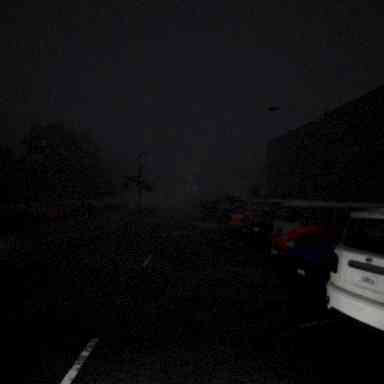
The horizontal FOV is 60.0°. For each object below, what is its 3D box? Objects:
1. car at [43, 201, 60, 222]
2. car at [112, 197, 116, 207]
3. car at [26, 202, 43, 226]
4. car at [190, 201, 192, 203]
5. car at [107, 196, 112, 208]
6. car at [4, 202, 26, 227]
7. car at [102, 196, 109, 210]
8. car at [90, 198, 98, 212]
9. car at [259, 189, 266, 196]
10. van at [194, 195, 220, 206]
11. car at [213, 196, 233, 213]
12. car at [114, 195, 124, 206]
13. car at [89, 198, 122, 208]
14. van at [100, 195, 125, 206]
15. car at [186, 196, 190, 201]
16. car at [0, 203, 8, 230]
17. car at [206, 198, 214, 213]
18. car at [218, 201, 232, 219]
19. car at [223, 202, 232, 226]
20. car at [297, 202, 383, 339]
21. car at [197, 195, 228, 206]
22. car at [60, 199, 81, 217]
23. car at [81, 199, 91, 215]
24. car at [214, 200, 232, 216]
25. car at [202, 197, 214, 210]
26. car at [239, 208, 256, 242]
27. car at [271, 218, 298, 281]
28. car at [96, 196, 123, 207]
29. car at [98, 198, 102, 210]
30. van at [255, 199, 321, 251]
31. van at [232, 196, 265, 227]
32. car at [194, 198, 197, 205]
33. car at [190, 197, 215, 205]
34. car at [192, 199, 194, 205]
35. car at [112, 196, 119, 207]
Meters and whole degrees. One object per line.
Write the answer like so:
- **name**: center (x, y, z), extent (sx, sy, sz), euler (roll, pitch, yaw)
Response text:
- **car**: center (-13.552, 1.667, 26.821), extent (5.008, 1.535, 2.097), euler (-1, 0, -21)
- **car**: center (-14.525, 1.853, 50.494), extent (4.674, 1.452, 2.002), euler (-1, 0, -23)
- **car**: center (-13.487, 1.523, 23.866), extent (4.553, 1.767, 2.185), euler (-1, 0, -21)
- **car**: center (2.695, 1.725, 65.499), extent (4.553, 1.767, 2.185), euler (1, 0, -25)
- **car**: center (-14.319, 1.668, 47.550), extent (4.553, 1.767, 2.185), euler (-1, 0, -23)
- **car**: center (-13.476, 1.632, 20.888), extent (4.892, 1.521, 2.231), euler (-1, 0, -20)
- **car**: center (-14.352, 1.775, 44.507), extent (5.366, 1.575, 1.946), euler (-1, 0, -23)
- **car**: center (-13.898, 1.739, 38.666), extent (5.008, 1.535, 2.097), euler (-1, 0, -22)
- **car**: center (16.902, 0.674, 83.672), extent (2.002, 1.452, 4.674), euler (-7, 4, -31)
- **van**: center (2.825, 1.606, 62.427), extent (4.442, 1.987, 1.878), euler (1, 0, -25)
- **car**: center (4.602, 1.525, 29.293), extent (4.553, 1.767, 2.185), euler (1, -1, -21)
- **car**: center (-14.782, 1.844, 56.483), extent (5.366, 1.575, 1.946), euler (-1, -1, -24)
- **car**: center (-15.351, 1.867, 59.277), extent (5.366, 1.575, 1.946), euler (-1, 0, -24)
- **van**: center (-15.603, 1.677, 65.306), extent (4.442, 1.987, 1.878), euler (-1, -1, -25)
- **car**: center (2.216, 1.862, 68.413), extent (5.366, 1.575, 1.946), euler (1, 0, -26)
- **car**: center (-13.289, 1.608, 17.987), extent (5.366, 1.575, 1.946), euler (-1, -1, -20)
- **car**: center (4.473, 1.683, 35.338), extent (5.008, 1.535, 2.097), euler (1, -1, -22)
- **car**: center (4.719, 1.617, 23.254), extent (5.008, 1.535, 2.097), euler (1, 0, -21)
- **car**: center (4.905, 1.600, 20.312), extent (5.366, 1.575, 1.946), euler (1, -1, -20)
- **car**: center (4.784, 1.263, 5.205), extent (5.566, 2.045, 2.435), euler (1, -1, -20)
- **car**: center (4.102, 1.482, 44.377), extent (5.566, 2.045, 2.435), euler (1, 0, -23)
- **car**: center (-13.728, 1.733, 32.729), extent (4.792, 1.488, 2.163), euler (-1, 0, -22)
- **car**: center (-13.765, 1.750, 35.723), extent (4.792, 1.488, 2.163), euler (-1, -1, -22)
- **car**: center (4.662, 1.635, 26.273), extent (4.892, 1.521, 2.231), euler (1, -1, -21)
- **car**: center (4.266, 1.717, 41.372), extent (5.008, 1.535, 2.097), euler (1, 0, -23)
- **car**: center (4.780, 1.596, 14.228), extent (4.792, 1.488, 2.163), euler (1, -1, -20)
- **car**: center (4.760, 1.531, 8.195), extent (5.008, 1.535, 2.097), euler (1, 0, -20)
- **car**: center (-15.405, 1.760, 62.318), extent (4.553, 1.767, 2.185), euler (-1, 0, -25)
- **car**: center (-14.067, 1.633, 41.617), extent (4.553, 1.767, 2.185), euler (-1, -1, -22)
- **van**: center (4.652, 1.321, 11.160), extent (4.442, 1.987, 1.878), euler (1, 0, -20)
- **van**: center (4.641, 1.356, 17.185), extent (4.442, 1.987, 1.878), euler (1, 0, -20)
- **car**: center (3.391, 1.840, 56.456), extent (4.674, 1.452, 2.002), euler (1, -1, -24)
- **car**: center (2.270, 1.919, 71.473), extent (4.792, 1.488, 2.163), euler (1, -1, -26)
- **car**: center (3.178, 1.818, 59.467), extent (4.892, 1.521, 2.231), euler (1, 0, -25)
- **car**: center (-14.727, 1.871, 53.448), extent (4.674, 1.452, 2.002), euler (-1, 0, -24)
